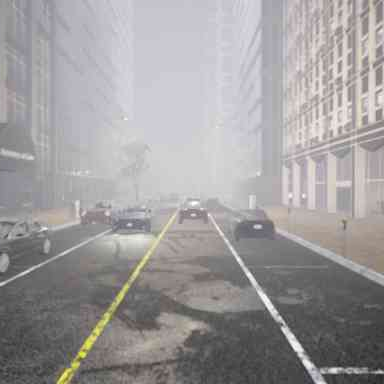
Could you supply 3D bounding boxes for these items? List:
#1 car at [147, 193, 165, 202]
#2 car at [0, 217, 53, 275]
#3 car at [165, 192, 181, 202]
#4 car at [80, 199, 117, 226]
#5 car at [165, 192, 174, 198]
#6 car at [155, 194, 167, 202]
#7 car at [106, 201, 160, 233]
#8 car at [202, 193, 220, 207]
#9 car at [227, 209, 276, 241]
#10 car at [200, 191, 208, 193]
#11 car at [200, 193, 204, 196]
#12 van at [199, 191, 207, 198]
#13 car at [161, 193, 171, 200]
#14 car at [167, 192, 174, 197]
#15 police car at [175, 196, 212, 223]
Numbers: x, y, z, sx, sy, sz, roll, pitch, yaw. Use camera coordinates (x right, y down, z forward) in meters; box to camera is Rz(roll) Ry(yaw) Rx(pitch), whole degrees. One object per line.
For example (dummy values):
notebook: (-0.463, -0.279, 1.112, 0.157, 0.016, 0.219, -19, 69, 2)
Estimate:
car: (-5.693, 1.137, 49.857, 2.008, 1.369, 4.403, 0, 0, 0)
car: (-5.692, 1.470, 9.971, 2.008, 1.369, 4.403, 0, 0, 0)
car: (-3.052, 0.855, 59.136, 2.097, 1.767, 4.553, 0, 1, 1)
car: (-5.692, 1.264, 21.367, 1.967, 1.590, 4.097, 0, 0, 0)
car: (-5.771, 0.779, 84.056, 1.947, 1.339, 4.313, 0, 1, 0)
car: (-5.693, 1.027, 61.257, 1.887, 1.381, 4.507, 0, 1, 0)
car: (-3.100, 1.412, 18.458, 1.994, 1.385, 4.181, 0, 0, 0)
car: (2.688, 1.178, 44.158, 1.887, 1.381, 4.507, 0, 0, 0)
car: (2.688, 1.438, 15.670, 1.947, 1.339, 4.313, 0, 0, 0)
car: (2.688, 1.033, 61.257, 2.008, 1.369, 4.403, 0, 1, 0)
car: (0.098, 1.217, 41.857, 1.994, 1.385, 4.181, 0, 1, 0)
van: (2.772, 0.554, 84.055, 1.690, 1.788, 3.998, 0, 1, 0)
car: (-5.691, 0.923, 72.660, 1.947, 1.339, 4.313, 0, 1, 0)
car: (-5.820, 0.645, 91.289, 1.752, 1.417, 4.829, 0, 1, 0)
police car: (0.097, 1.304, 23.895, 2.038, 1.542, 4.974, 0, 0, 0)
